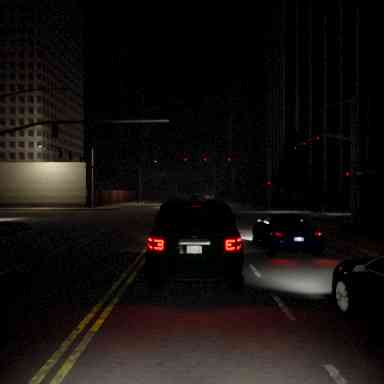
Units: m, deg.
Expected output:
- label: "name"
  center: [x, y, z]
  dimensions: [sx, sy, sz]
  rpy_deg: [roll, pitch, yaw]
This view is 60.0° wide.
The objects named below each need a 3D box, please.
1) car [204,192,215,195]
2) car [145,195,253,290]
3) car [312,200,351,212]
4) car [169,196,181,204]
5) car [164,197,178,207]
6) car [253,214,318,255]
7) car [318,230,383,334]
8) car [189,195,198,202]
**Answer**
- label: "car"
  center: [3.893, 1.077, 73.870]
  dimensions: [2.150, 2.045, 5.566]
  rpy_deg: [0, 0, 0]
- label: "car"
  center: [0.090, 1.221, 9.206]
  dimensions: [2.150, 2.045, 5.566]
  rpy_deg: [0, 0, 1]
- label: "car"
  center: [15.822, 1.542, 36.608]
  dimensions: [4.718, 1.301, 1.895]
  rpy_deg: [0, 0, 0]
- label: "car"
  center: [-3.212, 1.472, 63.720]
  dimensions: [1.882, 1.535, 5.008]
  rpy_deg: [0, 0, 1]
- label: "car"
  center: [-3.313, 1.500, 52.691]
  dimensions: [1.837, 1.490, 4.892]
  rpy_deg: [0, 0, 0]
- label: "car"
  center: [3.639, 1.563, 13.248]
  dimensions: [1.994, 1.385, 4.181]
  rpy_deg: [0, 0, 1]
- label: "car"
  center: [3.620, 1.504, 4.572]
  dimensions: [1.837, 1.490, 4.892]
  rpy_deg: [0, 0, 0]
- label: "car"
  center: [0.393, 1.352, 73.859]
  dimensions: [1.837, 1.490, 4.892]
  rpy_deg: [0, 0, 0]
